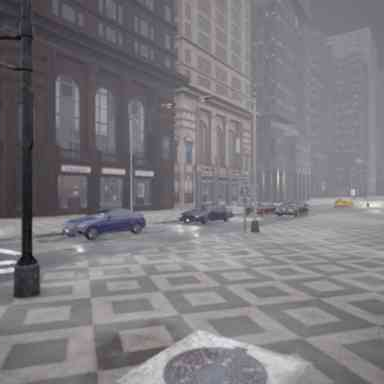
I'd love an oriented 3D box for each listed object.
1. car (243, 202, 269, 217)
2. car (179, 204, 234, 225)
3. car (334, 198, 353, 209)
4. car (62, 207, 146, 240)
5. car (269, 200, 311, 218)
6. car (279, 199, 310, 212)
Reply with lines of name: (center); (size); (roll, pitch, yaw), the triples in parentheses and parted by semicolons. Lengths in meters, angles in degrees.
car: (6.893, 1.680, 33.085); (1.895, 1.301, 4.718); (0, 0, 36)
car: (1.258, 1.599, 25.241); (2.033, 1.411, 5.357); (0, 0, 36)
car: (22.685, 1.615, 49.632); (1.882, 1.535, 5.008); (0, 0, 36)
car: (-4.406, 1.548, 17.341); (1.812, 1.442, 4.674); (0, 0, 37)
car: (9.523, 1.626, 31.270); (2.033, 1.411, 5.357); (0, 0, 36)
car: (12.797, 1.654, 41.240); (2.033, 1.411, 5.357); (0, 0, 36)
